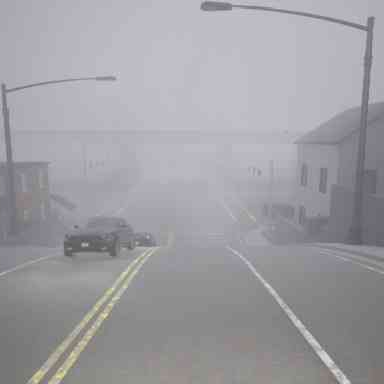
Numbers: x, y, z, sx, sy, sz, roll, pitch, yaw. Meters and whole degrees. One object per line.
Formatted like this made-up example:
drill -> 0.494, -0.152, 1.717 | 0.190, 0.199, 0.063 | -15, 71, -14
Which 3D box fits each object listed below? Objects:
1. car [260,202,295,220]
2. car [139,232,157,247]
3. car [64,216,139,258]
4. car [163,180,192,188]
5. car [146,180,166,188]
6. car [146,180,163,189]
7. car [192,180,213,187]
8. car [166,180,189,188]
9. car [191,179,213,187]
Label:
car -> 11.663, 2.379, 42.812 | 5.566, 2.045, 2.150 | 0, 8, 1
car -> -3.763, 3.646, 24.755 | 1.895, 1.301, 4.718 | 0, -13, -1
car -> -3.638, 1.740, 13.735 | 1.882, 1.535, 5.008 | 0, -5, -1
car -> -3.169, -1.693, 72.414 | 4.974, 1.542, 2.038 | -6, 10, -36
car -> -7.815, -1.849, 72.413 | 4.536, 1.218, 1.853 | 8, 11, 43
car -> -7.777, -1.688, 72.401 | 4.974, 1.542, 2.038 | 8, 11, 43
car -> 2.197, -1.811, 73.199 | 4.974, 1.542, 2.038 | 4, 9, 28
car -> -3.128, -1.854, 72.422 | 4.536, 1.218, 1.853 | -6, 10, -36
car -> 2.151, -1.971, 73.201 | 4.536, 1.218, 1.853 | 4, 9, 28
